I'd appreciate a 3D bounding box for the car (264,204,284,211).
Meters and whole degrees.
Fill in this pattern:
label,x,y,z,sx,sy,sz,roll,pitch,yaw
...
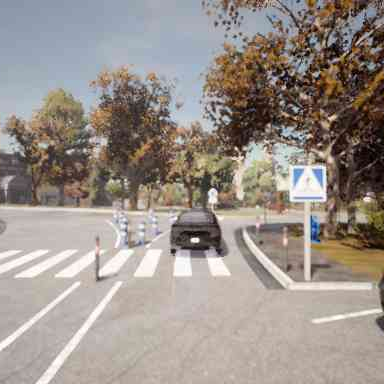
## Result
label,x,y,z,sx,sy,sz,roll,pitch,yaw
car,17.183,3.207,69.916,1.994,1.385,4.181,0,0,-36

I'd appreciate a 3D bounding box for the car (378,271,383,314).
label,x,y,z,sx,sy,sz,roll,pitch,yaw
car,5.320,1.482,5.374,4.892,1.521,2.231,1,0,-21

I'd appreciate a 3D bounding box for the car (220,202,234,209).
label,x,y,z,sx,sy,sz,roll,pitch,yaw
car,7.521,3.155,78.508,5.008,1.535,1.882,0,0,37

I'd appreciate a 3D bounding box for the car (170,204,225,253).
label,x,y,z,sx,sy,sz,roll,pitch,yaw
car,0.242,1.457,13.565,1.882,1.535,5.008,0,0,3
